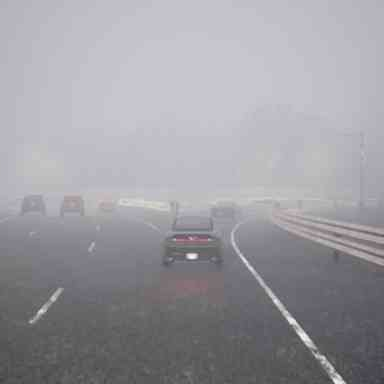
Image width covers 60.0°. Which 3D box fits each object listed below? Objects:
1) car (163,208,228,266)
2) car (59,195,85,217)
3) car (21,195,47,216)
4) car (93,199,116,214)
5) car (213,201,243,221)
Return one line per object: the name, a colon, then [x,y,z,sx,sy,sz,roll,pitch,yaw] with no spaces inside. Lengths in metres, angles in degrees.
car: [0.093,1.533,11.682,1.837,1.490,4.892,0,0,2]
car: [-11.627,1.300,32.224,2.150,2.045,5.566,0,0,-22]
car: [-16.164,1.303,34.045,2.150,2.045,5.566,0,0,-23]
car: [-9.576,1.564,36.374,1.882,1.535,5.008,0,0,-23]
car: [3.025,1.543,28.044,1.882,1.535,5.008,0,0,19]
